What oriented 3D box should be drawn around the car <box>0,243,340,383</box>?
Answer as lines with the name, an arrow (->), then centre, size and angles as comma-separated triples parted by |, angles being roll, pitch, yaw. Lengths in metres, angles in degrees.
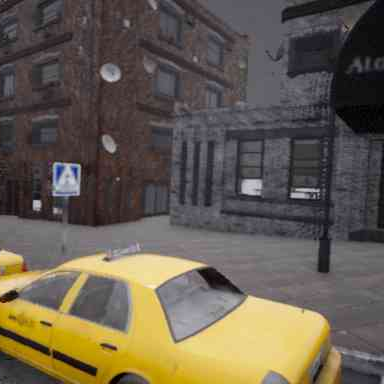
car -> -1.086, 1.442, 4.234 | 5.366, 1.575, 1.946 | 0, 1, 33
